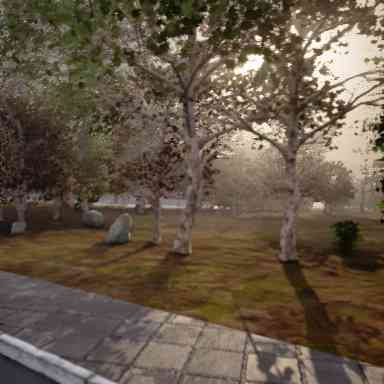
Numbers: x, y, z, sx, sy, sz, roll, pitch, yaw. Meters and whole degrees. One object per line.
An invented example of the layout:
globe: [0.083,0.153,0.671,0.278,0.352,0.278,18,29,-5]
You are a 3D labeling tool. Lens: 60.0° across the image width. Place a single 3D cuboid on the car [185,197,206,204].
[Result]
car: [0.539,2.332,92.616,2.435,2.045,5.566,5,1,42]
